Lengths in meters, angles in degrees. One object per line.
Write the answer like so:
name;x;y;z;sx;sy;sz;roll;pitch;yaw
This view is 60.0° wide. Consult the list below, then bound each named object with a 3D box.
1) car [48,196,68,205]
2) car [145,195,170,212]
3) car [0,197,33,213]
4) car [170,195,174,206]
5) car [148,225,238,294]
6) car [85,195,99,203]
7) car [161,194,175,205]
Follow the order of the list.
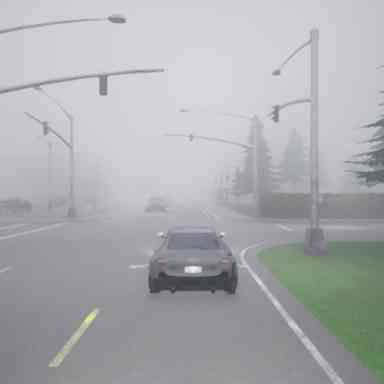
car;-21.070;1.308;52.519;1.970;1.475;3.806;0;0;0
car;-3.994;1.295;37.422;2.097;1.767;4.553;0;0;-1
car;-18.060;1.291;33.908;2.007;1.523;4.514;0;0;0
car;-4.092;1.491;47.315;1.994;1.385;4.181;0;0;0
car;0.005;1.550;8.791;1.994;1.385;4.181;0;0;-1
car;-18.097;1.285;59.943;1.845;1.501;3.633;0;0;0
car;-4.169;1.263;57.567;2.097;1.767;4.553;0;0;0
